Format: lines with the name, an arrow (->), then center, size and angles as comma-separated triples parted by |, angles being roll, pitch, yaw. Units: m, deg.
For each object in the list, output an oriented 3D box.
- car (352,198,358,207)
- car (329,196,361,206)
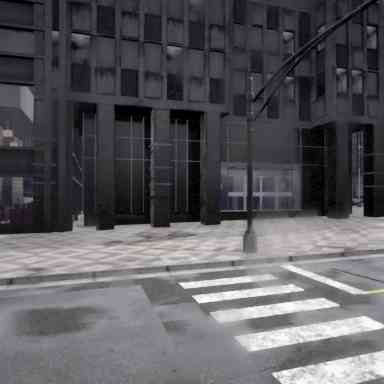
car -> 20.481, 1.299, 45.017 | 1.994, 1.385, 4.181 | 0, -1, -17
car -> 22.550, 1.339, 49.221 | 1.994, 1.385, 4.181 | 0, -1, -16
